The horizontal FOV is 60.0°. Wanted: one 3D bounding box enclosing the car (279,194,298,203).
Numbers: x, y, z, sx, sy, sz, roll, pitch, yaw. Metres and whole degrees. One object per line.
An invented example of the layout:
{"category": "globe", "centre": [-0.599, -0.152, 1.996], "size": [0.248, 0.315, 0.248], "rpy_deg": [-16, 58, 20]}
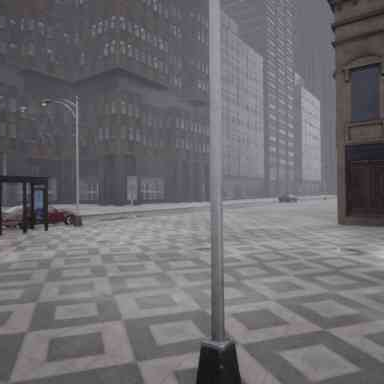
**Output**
{"category": "car", "centre": [16.445, 1.110, 56.507], "size": [1.882, 1.535, 5.008], "rpy_deg": [-1, 0, 35]}

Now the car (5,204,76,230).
{"category": "car", "centre": [-9.330, 1.430, 20.314], "size": [1.812, 1.442, 4.674], "rpy_deg": [-1, 0, 35]}
